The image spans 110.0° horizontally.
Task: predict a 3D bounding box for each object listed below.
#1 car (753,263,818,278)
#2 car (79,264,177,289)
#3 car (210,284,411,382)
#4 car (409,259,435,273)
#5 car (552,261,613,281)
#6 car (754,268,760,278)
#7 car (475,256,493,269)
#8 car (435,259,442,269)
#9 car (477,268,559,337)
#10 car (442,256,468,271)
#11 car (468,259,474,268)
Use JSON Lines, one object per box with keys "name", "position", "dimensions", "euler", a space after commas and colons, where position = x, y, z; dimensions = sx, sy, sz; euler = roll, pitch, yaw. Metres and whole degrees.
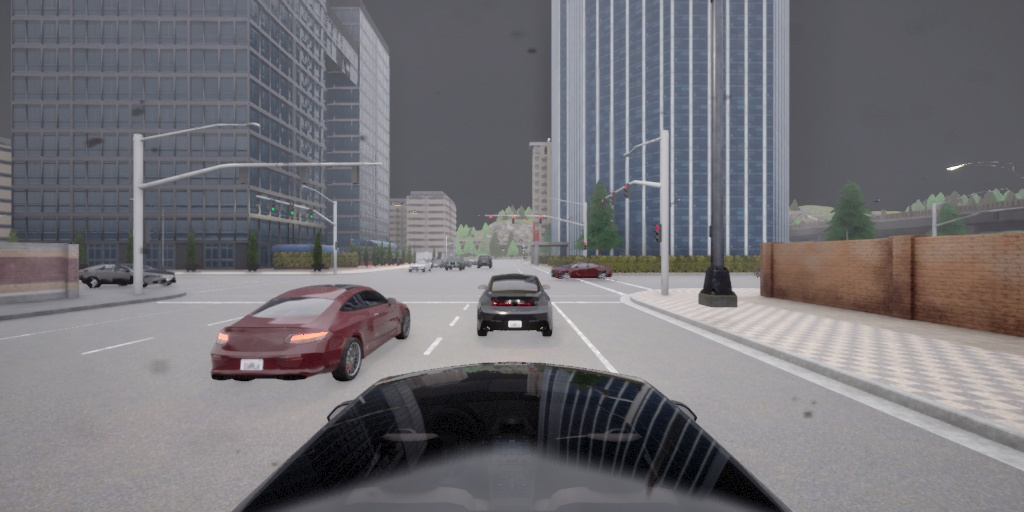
{"name": "car", "position": [25.809, 1.346, 33.918], "dimensions": [4.718, 1.301, 1.895], "euler": [0, 0, 0]}
{"name": "car", "position": [-24.218, 1.238, 22.766], "dimensions": [4.902, 1.511, 2.128], "euler": [0, 0, 0]}
{"name": "car", "position": [-3.435, 1.275, 7.050], "dimensions": [1.812, 1.442, 4.674], "euler": [0, 0, 0]}
{"name": "car", "position": [-11.364, 1.269, 44.595], "dimensions": [1.812, 1.442, 4.674], "euler": [0, 0, 1]}
{"name": "car", "position": [5.775, 1.223, 29.733], "dimensions": [5.008, 1.535, 1.882], "euler": [0, 0, -7]}
{"name": "car", "position": [23.413, 1.223, 30.399], "dimensions": [5.008, 1.535, 1.882], "euler": [0, 0, 0]}
{"name": "car", "position": [-4.313, 0.963, 57.933], "dimensions": [2.150, 2.045, 5.566], "euler": [0, 0, -1]}
{"name": "car", "position": [-11.462, 1.230, 55.710], "dimensions": [2.128, 1.511, 4.902], "euler": [0, 0, -1]}
{"name": "car", "position": [0.069, 1.254, 10.314], "dimensions": [1.837, 1.490, 4.892], "euler": [0, 0, 0]}
{"name": "car", "position": [-7.872, 0.964, 50.049], "dimensions": [2.150, 2.045, 5.566], "euler": [0, 0, -1]}
{"name": "car", "position": [-8.017, 1.305, 60.343], "dimensions": [1.994, 1.385, 4.181], "euler": [0, 0, 0]}
